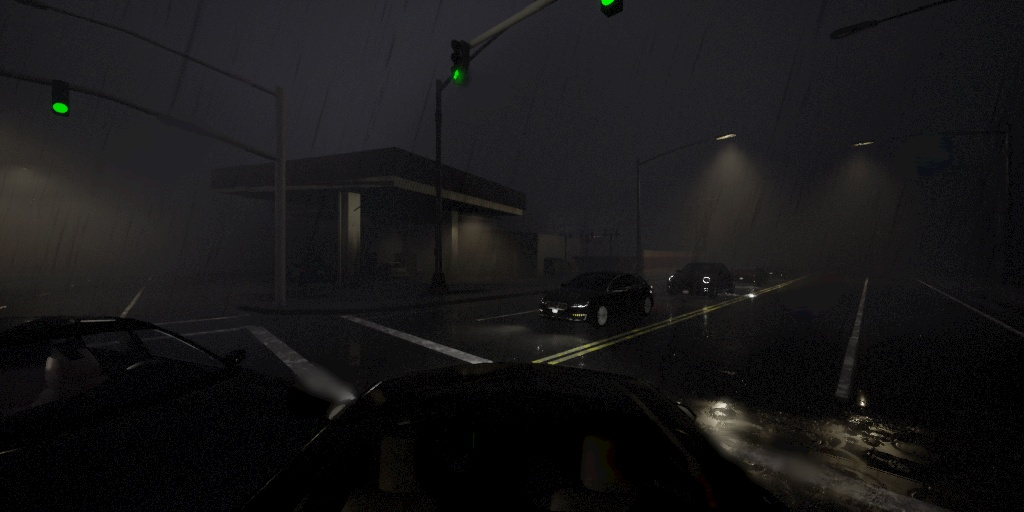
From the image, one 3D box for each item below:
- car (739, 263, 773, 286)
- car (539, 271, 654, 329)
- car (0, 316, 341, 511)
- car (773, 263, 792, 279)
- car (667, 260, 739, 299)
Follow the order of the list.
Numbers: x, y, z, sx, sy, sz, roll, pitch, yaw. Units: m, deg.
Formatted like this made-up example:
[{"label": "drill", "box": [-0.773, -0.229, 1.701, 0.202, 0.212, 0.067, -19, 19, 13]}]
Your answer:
[{"label": "car", "box": [16.650, 1.314, 25.292, 1.994, 1.385, 4.181, 0, 0, 44]}, {"label": "car", "box": [2.883, 1.255, 11.538, 1.837, 1.490, 4.892, 0, 0, 45]}, {"label": "car", "box": [-3.420, 1.242, 2.520, 4.902, 1.511, 2.128, 0, 0, 15]}, {"label": "car", "box": [23.784, 1.314, 32.344, 4.181, 1.385, 1.994, 0, 0, -45]}, {"label": "car", "box": [9.722, 1.102, 18.382, 4.553, 1.767, 2.097, 0, 0, -45]}]
